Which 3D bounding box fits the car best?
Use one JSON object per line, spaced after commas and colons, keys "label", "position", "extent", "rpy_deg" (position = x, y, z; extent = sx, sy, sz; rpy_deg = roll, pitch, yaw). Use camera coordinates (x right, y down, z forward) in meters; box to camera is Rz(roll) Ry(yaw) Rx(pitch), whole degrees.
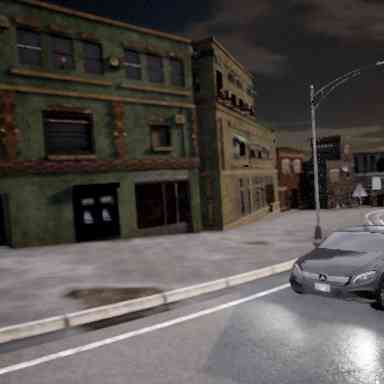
{"label": "car", "position": [4.171, 1.574, 8.114], "extent": [4.674, 1.442, 1.812], "rpy_deg": [-1, -2, -45]}
